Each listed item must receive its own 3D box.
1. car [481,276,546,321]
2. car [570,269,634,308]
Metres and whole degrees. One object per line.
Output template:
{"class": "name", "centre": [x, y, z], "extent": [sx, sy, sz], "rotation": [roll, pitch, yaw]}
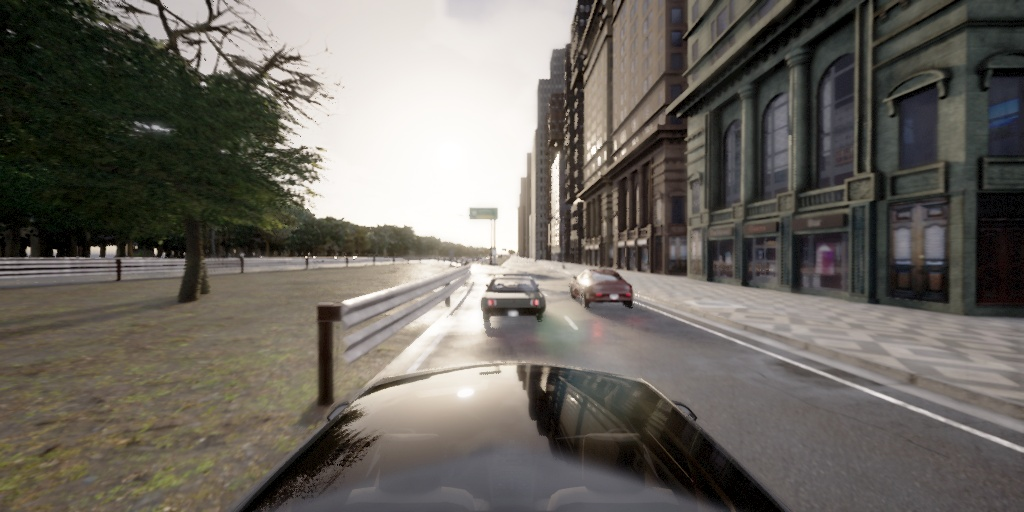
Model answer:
{"class": "car", "centre": [0.003, 1.336, 12.303], "extent": [1.895, 1.301, 4.718], "rotation": [0, 0, -1]}
{"class": "car", "centre": [3.599, 1.258, 14.918], "extent": [1.812, 1.442, 4.674], "rotation": [0, 0, 0]}
